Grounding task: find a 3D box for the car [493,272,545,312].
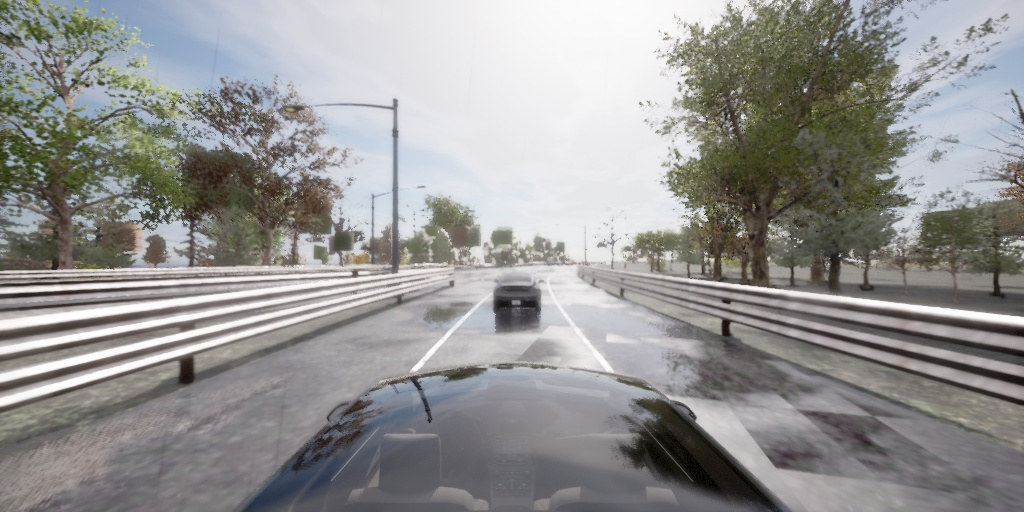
[{"bbox_3d":[0.279,1.396,15.005,1.837,1.490,4.892,0,0,3],"label":"car"}]
